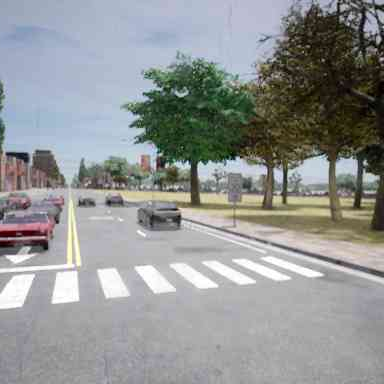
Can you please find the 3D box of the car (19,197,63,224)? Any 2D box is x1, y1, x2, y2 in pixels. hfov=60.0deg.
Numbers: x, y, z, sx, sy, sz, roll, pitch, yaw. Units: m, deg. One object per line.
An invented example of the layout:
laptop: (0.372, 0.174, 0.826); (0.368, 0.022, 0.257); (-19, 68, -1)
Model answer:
car: (-9.619, 1.258, 21.530); (1.994, 1.385, 4.181); (0, 1, -20)

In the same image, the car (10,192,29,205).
car: (-17.100, 0.793, 32.583); (2.097, 1.767, 4.553); (0, 1, -20)

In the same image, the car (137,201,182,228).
car: (-2.089, 1.272, 20.462); (2.128, 1.511, 4.902); (0, 1, -20)

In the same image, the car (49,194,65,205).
car: (-13.045, 1.110, 30.918); (1.895, 1.301, 4.718); (0, 1, -20)

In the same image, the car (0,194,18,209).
car: (-13.609, 1.139, 22.982); (1.837, 1.490, 4.892); (0, 1, -20)

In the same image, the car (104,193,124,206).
car: (-9.606, 0.870, 40.887); (2.128, 1.511, 4.902); (0, 1, -20)

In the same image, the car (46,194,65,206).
car: (-16.534, 0.918, 40.504); (1.895, 1.301, 4.718); (0, 1, -20)

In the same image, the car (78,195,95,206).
car: (-12.683, 0.966, 39.836); (1.895, 1.301, 4.718); (0, 1, -20)

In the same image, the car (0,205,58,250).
car: (-6.581, 1.436, 13.267); (1.895, 1.301, 4.718); (0, 1, -20)
